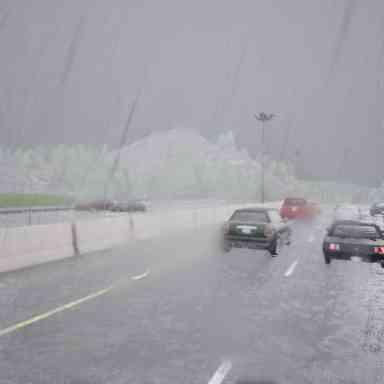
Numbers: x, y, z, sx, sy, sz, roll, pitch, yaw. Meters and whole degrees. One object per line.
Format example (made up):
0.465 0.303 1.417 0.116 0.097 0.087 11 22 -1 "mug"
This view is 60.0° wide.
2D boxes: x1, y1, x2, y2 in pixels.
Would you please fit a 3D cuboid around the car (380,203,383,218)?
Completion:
15.315 1.811 24.494 1.812 1.442 4.674 1 -1 25 "car"

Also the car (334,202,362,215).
12.242 1.769 26.183 1.812 1.442 4.674 1 -1 25 "car"

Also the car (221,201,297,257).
2.829 1.425 13.763 2.097 1.767 4.553 1 0 25 "car"

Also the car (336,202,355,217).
17.378 1.874 37.686 1.812 1.442 4.674 1 0 25 "car"

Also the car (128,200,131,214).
-6.698 1.552 35.487 1.994 1.385 4.181 1 0 25 "car"

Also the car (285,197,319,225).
8.530 1.412 26.489 2.150 2.045 5.566 1 0 25 "car"

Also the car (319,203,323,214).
14.326 1.786 39.423 1.882 1.535 5.008 1 0 25 "car"

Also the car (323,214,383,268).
5.799 1.714 11.860 1.895 1.301 4.718 1 0 25 "car"

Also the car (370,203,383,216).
20.470 1.916 36.032 1.812 1.442 4.674 1 0 25 "car"
